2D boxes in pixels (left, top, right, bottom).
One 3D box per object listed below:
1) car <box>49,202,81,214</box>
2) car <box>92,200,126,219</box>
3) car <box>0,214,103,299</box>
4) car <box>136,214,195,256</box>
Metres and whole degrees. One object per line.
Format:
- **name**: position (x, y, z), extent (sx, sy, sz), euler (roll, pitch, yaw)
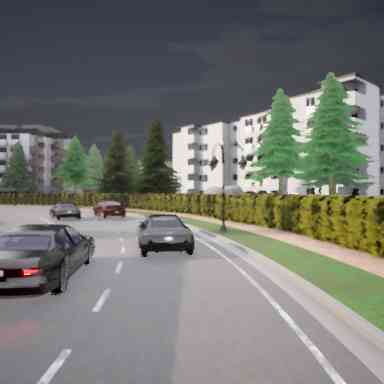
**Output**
- **car**: position (-10.865, 1.565, 28.325), extent (1.994, 1.385, 4.181), euler (0, 0, -32)
- **car**: position (-7.390, 1.479, 29.346), extent (1.882, 1.535, 5.008), euler (0, 0, -30)
- **car**: position (-3.869, 1.548, 8.611), extent (2.033, 1.411, 5.357), euler (0, 0, -6)
- **car**: position (-1.169, 1.564, 13.340), extent (1.994, 1.385, 4.181), euler (0, 0, -11)
